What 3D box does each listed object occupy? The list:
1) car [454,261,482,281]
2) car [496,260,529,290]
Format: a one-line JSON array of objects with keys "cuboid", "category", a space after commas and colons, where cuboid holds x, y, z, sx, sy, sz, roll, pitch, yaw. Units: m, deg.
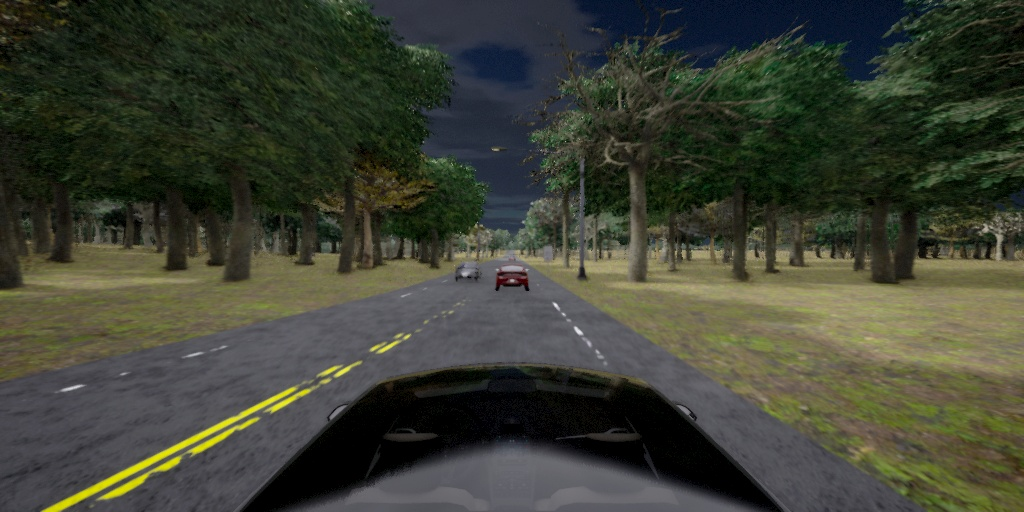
[{"cuboid": [-3.492, 1.188, 29.246, 2.128, 1.511, 4.902, 0, 0, 0], "category": "car"}, {"cuboid": [0.013, 1.207, 22.190, 1.882, 1.535, 5.008, 0, 0, 0], "category": "car"}]
